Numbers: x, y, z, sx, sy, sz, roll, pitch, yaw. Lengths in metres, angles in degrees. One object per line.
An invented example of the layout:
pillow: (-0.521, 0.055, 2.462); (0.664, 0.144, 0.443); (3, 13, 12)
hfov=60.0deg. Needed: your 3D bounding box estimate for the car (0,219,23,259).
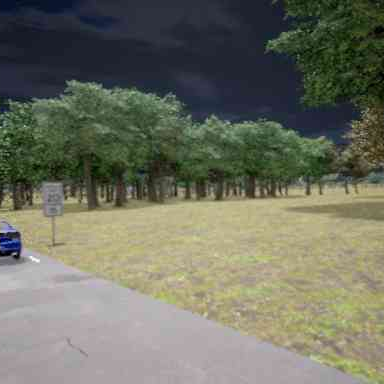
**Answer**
car: (-8.231, 1.807, 13.167); (1.882, 1.535, 5.008); (-2, 0, -40)
